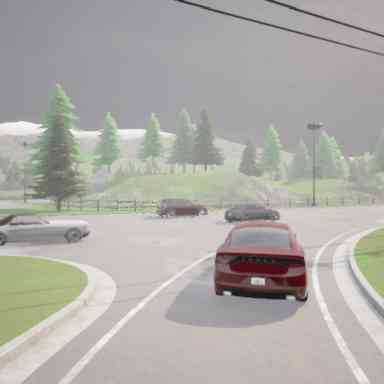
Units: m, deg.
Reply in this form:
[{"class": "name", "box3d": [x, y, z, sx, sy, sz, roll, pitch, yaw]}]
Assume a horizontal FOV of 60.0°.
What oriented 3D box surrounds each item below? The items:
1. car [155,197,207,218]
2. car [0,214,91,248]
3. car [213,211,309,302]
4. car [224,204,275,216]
[{"class": "car", "box3d": [-0.881, 1.335, 29.635, 4.553, 1.767, 2.097, 0, 0, -28]}, {"class": "car", "box3d": [-6.923, 1.593, 14.573, 4.718, 1.301, 1.895, 0, 0, -28]}, {"class": "car", "box3d": [1.788, 1.473, 8.459, 1.882, 1.535, 5.008, 0, 0, 14]}, {"class": "car", "box3d": [4.432, 1.550, 24.522, 4.181, 1.385, 1.994, 0, 0, -28]}]
